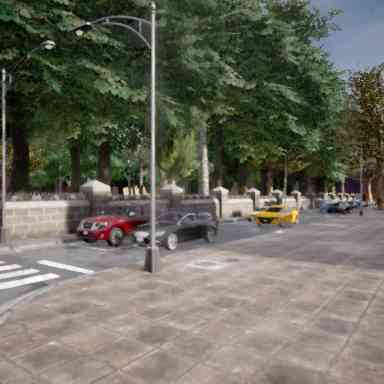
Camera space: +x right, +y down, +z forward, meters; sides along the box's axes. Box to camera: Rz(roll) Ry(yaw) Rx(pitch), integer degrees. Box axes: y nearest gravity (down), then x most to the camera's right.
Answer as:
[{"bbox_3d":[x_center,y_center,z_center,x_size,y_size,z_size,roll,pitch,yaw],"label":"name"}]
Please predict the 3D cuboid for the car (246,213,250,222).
[{"bbox_3d":[6.405,1.853,29.286,1.752,1.417,4.829,-1,-1,36],"label":"car"}]

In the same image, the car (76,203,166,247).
[{"bbox_3d":[-3.054,1.450,16.166,2.192,1.841,5.009,-1,-1,36],"label":"car"}]

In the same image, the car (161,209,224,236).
[{"bbox_3d":[0.133,1.780,20.582,1.802,1.307,4.206,-1,-1,36],"label":"car"}]

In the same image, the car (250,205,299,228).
[{"bbox_3d":[6.543,1.770,25.119,1.882,1.535,5.008,0,-1,36],"label":"car"}]

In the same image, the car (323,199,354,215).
[{"bbox_3d":[18.216,2.023,41.176,1.882,1.535,5.008,0,-1,36],"label":"car"}]

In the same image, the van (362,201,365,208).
[{"bbox_3d":[31.994,2.255,64.791,1.690,1.788,3.998,-1,-1,36],"label":"van"}]

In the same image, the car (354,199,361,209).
[{"bbox_3d":[28.808,2.402,60.365,1.947,1.339,4.313,-1,-1,36],"label":"car"}]

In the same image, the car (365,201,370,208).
[{"bbox_3d":[35.081,2.516,69.069,1.752,1.417,4.829,-1,-1,36],"label":"car"}]

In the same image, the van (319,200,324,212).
[{"bbox_3d":[19.249,1.953,47.109,1.690,1.788,3.998,-1,-1,36],"label":"van"}]

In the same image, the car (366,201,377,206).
[{"bbox_3d":[44.349,2.808,81.976,1.802,1.307,4.206,-1,-1,36],"label":"car"}]

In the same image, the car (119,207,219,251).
[{"bbox_3d":[-0.630,1.639,15.170,2.128,1.511,4.902,0,-1,36],"label":"car"}]

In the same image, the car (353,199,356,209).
[{"bbox_3d":[25.622,2.310,55.946,2.008,1.369,4.403,-1,-1,36],"label":"car"}]

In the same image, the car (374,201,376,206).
[{"bbox_3d":[41.275,2.698,77.679,2.008,1.369,4.403,-1,-1,36],"label":"car"}]

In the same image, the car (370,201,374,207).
[{"bbox_3d":[38.366,2.639,73.627,1.947,1.339,4.313,-1,-1,36],"label":"car"}]
